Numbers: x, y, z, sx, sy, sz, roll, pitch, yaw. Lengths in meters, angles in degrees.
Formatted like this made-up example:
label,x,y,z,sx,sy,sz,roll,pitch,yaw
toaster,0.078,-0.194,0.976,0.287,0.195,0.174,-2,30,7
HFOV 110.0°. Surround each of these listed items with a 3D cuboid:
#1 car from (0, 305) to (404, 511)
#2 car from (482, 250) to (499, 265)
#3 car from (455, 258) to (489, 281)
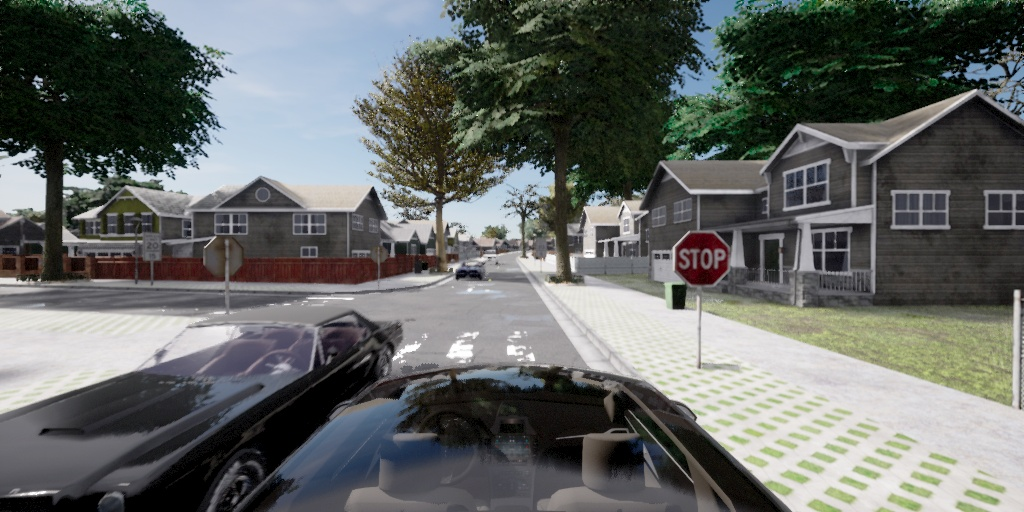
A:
label,x,y,z,sx,sy,sz,roll,pitch,yaw
car,-2.768,1.324,3.950,1.895,1.301,4.718,0,1,-1
car,-3.132,0.155,52.534,2.150,2.045,5.566,0,1,0
car,-2.933,1.046,25.957,1.895,1.301,4.718,0,1,0
